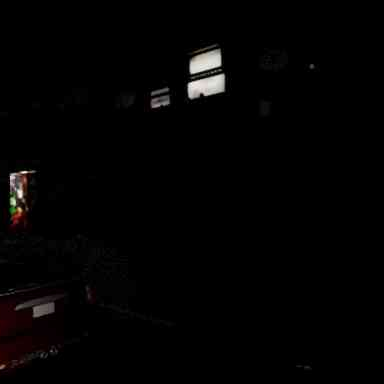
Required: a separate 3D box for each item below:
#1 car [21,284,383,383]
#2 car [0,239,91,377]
[{"bbox_3d":[1.127,1.545,1.940,4.507,1.381,1.887,0,-1,36],"label":"car"},{"bbox_3d":[-3.372,1.454,5.159,4.097,1.590,1.967,0,-1,36],"label":"car"}]
